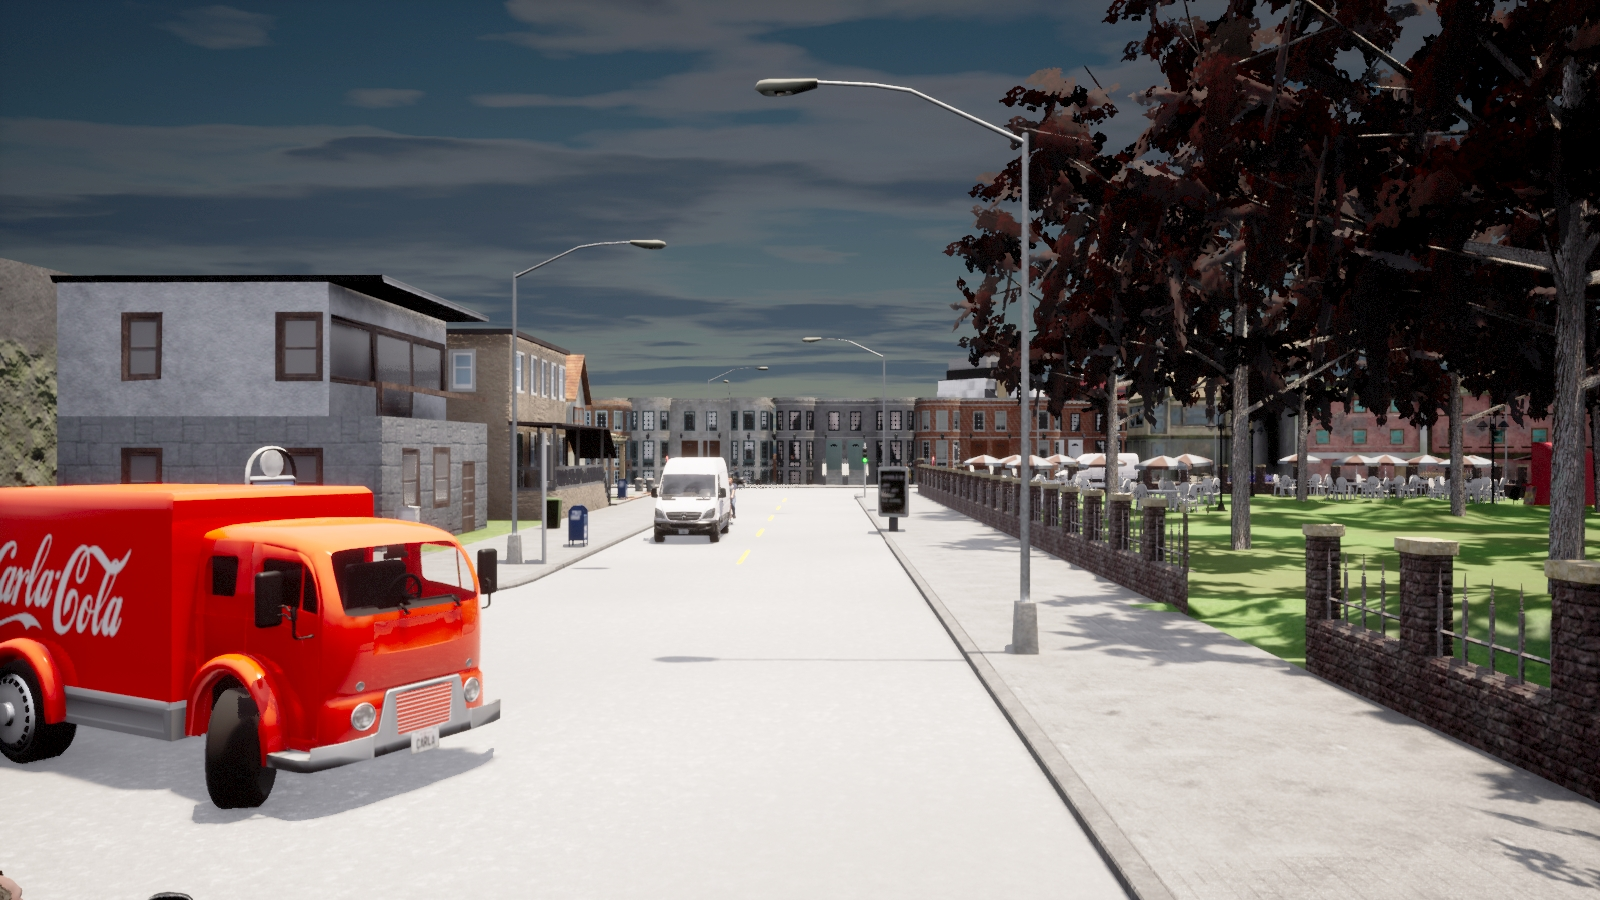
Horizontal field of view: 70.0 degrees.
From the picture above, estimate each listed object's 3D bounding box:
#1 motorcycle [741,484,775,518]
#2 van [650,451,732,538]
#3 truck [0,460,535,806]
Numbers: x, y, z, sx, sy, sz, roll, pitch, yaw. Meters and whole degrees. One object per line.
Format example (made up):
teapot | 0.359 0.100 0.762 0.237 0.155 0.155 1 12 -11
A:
motorcycle | -1.677 1.985 45.065 0.867 1.251 2.209 0 0 -15
van | -3.393 1.314 36.728 1.988 2.561 5.915 0 0 1
truck | -5.373 1.347 10.691 5.204 2.467 2.627 0 0 29
